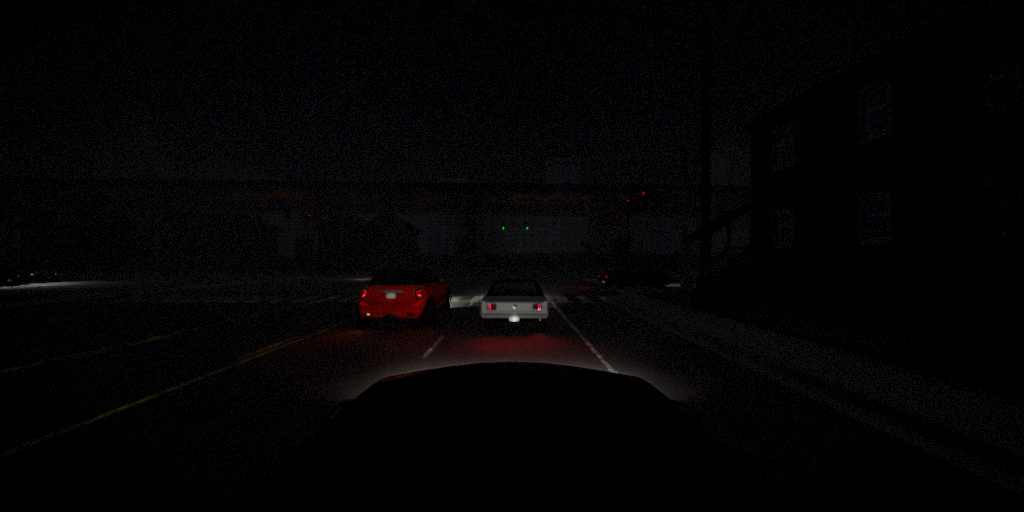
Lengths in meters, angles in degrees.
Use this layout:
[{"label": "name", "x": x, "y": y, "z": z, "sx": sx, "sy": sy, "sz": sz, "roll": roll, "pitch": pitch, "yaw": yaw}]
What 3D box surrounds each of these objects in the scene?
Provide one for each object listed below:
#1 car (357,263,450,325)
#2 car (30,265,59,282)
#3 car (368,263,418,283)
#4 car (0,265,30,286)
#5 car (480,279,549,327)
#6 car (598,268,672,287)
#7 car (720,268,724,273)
[{"label": "car", "x": -3.445, "y": 1.158, "z": 12.278, "sx": 2.097, "sy": 1.767, "sz": 4.553, "roll": 0, "pitch": 0, "yaw": 0}, {"label": "car", "x": -39.095, "y": 1.417, "z": 28.449, "sx": 4.674, "sy": 1.442, "sz": 1.812, "roll": 0, "pitch": 0, "yaw": 0}, {"label": "car", "x": -10.374, "y": 1.381, "z": 31.064, "sx": 5.008, "sy": 1.535, "sz": 1.882, "roll": 0, "pitch": -1, "yaw": 43}, {"label": "car", "x": -37.289, "y": 1.398, "z": 24.943, "sx": 4.674, "sy": 1.442, "sz": 1.812, "roll": 0, "pitch": 0, "yaw": 0}, {"label": "car", "x": 0.129, "y": 1.403, "z": 11.768, "sx": 1.895, "sy": 1.301, "sz": 4.718, "roll": 0, "pitch": 0, "yaw": 2}, {"label": "car", "x": 8.556, "y": 1.472, "z": 25.009, "sx": 4.718, "sy": 1.301, "sz": 1.895, "roll": 0, "pitch": 0, "yaw": -6}, {"label": "car", "x": 25.094, "y": 1.508, "z": 39.086, "sx": 4.181, "sy": 1.385, "sz": 1.994, "roll": 0, "pitch": 0, "yaw": 0}]
